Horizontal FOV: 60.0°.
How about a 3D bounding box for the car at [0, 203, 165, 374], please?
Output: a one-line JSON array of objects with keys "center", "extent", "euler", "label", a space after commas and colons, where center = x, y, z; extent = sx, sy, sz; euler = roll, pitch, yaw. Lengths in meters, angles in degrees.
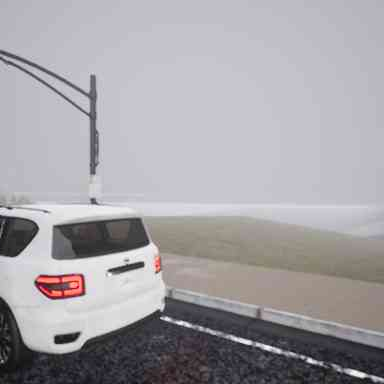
[{"center": [-3.016, 1.222, 5.856], "extent": [5.566, 2.045, 2.150], "euler": [0, 0, 36], "label": "car"}]
